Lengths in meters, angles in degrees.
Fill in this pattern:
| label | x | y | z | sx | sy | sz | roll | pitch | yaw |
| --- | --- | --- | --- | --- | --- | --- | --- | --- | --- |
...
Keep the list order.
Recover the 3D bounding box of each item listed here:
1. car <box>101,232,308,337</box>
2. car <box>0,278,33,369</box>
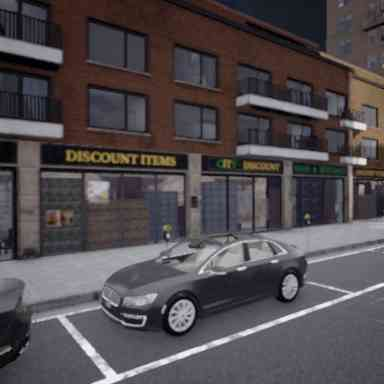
| label | x | y | z | sx | sy | sz | roll | pitch | yaw |
| --- | --- | --- | --- | --- | --- | --- | --- | --- | --- |
| car | 0.462 | 1.523 | 6.522 | 4.403 | 1.369 | 2.008 | 0 | 0 | -36 |
| car | -4.028 | 1.561 | 3.313 | 4.403 | 1.369 | 2.008 | 0 | 0 | -36 |
